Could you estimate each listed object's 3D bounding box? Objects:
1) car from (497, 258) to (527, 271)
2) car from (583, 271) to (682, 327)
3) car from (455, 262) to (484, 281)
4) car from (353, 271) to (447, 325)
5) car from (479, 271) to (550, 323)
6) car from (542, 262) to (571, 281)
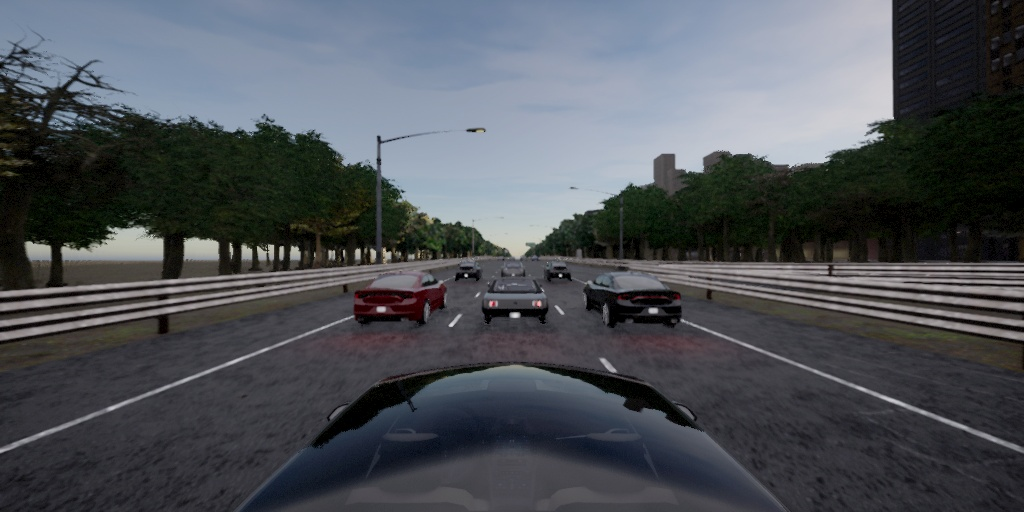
[{"bbox_3d":[0.098,1.181,28.925,2.128,1.511,4.902,0,0,0],"label":"car"},{"bbox_3d":[3.588,1.226,11.572,1.882,1.535,5.008,0,0,0],"label":"car"},{"bbox_3d":[-3.402,1.194,29.035,1.837,1.490,4.892,0,0,0],"label":"car"},{"bbox_3d":[-3.407,1.225,11.845,1.882,1.535,5.008,0,0,0],"label":"car"},{"bbox_3d":[0.093,1.348,12.138,1.895,1.301,4.718,0,0,0],"label":"car"},{"bbox_3d":[3.598,1.194,29.029,1.837,1.490,4.892,0,0,0],"label":"car"}]
